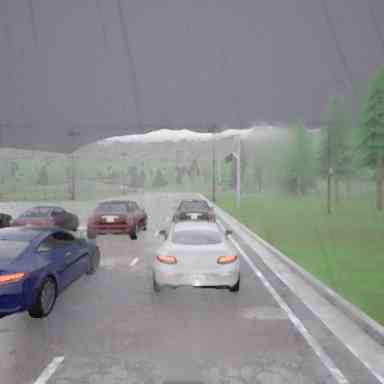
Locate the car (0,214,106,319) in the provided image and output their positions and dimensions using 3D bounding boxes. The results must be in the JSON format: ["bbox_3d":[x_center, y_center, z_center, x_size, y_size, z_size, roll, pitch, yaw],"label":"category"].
[{"bbox_3d":[-3.396,1.439,7.050,1.812,1.442,4.674,0,0,0],"label":"car"}]

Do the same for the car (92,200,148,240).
[{"bbox_3d":[-3.404,1.157,15.966,2.097,1.767,4.553,0,1,0],"label":"car"}]

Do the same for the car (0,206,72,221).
[{"bbox_3d":[-6.904,1.370,15.906,1.994,1.385,4.181,0,1,0],"label":"car"}]

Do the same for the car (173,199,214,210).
[{"bbox_3d":[0.099,1.140,17.392,2.097,1.767,4.553,0,1,0],"label":"car"}]

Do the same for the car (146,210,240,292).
[{"bbox_3d":[0.099,1.421,8.504,1.812,1.442,4.674,0,1,0],"label":"car"}]
